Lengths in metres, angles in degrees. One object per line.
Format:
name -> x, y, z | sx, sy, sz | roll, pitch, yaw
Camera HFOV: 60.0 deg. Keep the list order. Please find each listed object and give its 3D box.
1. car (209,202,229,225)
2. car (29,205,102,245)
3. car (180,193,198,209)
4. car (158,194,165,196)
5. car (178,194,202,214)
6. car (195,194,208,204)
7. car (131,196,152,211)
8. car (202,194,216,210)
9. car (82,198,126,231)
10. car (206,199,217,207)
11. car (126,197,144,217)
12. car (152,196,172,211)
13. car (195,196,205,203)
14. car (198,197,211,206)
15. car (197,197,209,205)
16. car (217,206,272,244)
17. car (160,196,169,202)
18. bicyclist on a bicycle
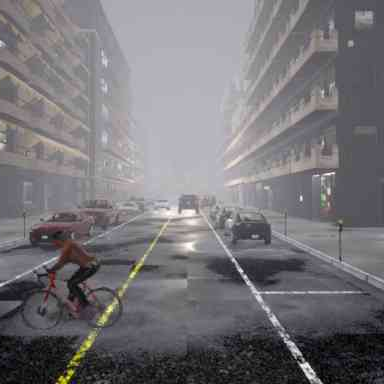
car -> 2.434, 1.558, 21.100 | 2.008, 1.369, 4.403 | 1, 0, -1
car -> -5.871, 1.550, 15.453 | 1.887, 1.381, 4.507 | 1, 0, -1
car -> -0.500, 1.243, 46.892 | 2.150, 2.045, 5.566 | 0, 0, -4
car -> -6.621, 1.354, 71.126 | 2.192, 1.841, 5.009 | 1, 0, -1
car -> -0.364, 1.234, 36.174 | 2.150, 2.045, 5.566 | 0, 0, -1
car -> 1.833, 1.349, 65.639 | 2.192, 1.841, 5.009 | 1, 0, -1
car -> -6.169, 1.331, 37.722 | 2.192, 1.841, 5.009 | 1, 0, -1
car -> 2.135, 1.334, 43.370 | 2.192, 1.841, 5.009 | 1, 0, -1
car -> -5.943, 1.322, 21.021 | 2.192, 1.841, 5.009 | 1, 0, -1
car -> 2.357, 1.535, 26.837 | 1.752, 1.417, 4.829 | 1, 0, -1
car -> -6.095, 1.538, 31.985 | 1.752, 1.417, 4.829 | 1, 0, -1
car -> -3.629, 1.543, 40.503 | 1.812, 1.442, 4.674 | 0, 0, -1
car -> 1.755, 1.589, 71.207 | 2.008, 1.369, 4.403 | 1, 0, -1
car -> 1.982, 1.577, 54.504 | 2.008, 1.369, 4.403 | 1, 0, -1
car -> 1.906, 1.575, 60.071 | 1.887, 1.381, 4.507 | 1, 0, -1
car -> 2.509, 1.556, 15.533 | 2.008, 1.369, 4.403 | 1, 0, -1
car -> -6.776, 1.630, 82.261 | 1.802, 1.307, 4.206 | 1, 0, -1
bicyclist on a bicycle -> -1.974, 1.456, 5.422 | 1.656, 1.620, 0.582 | -2, 0, -1
